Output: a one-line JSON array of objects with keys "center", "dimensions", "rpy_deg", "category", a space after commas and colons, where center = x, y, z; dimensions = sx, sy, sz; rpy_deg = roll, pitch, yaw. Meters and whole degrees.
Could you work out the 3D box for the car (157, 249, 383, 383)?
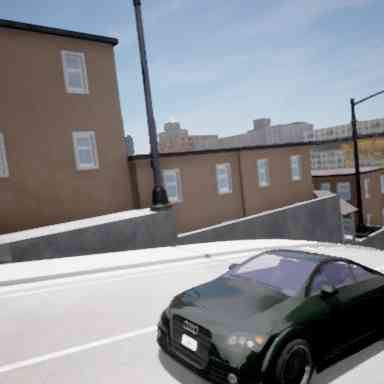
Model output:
[{"center": [1.559, 1.653, 5.205], "dimensions": [4.181, 1.385, 1.994], "rpy_deg": [1, -1, -37], "category": "car"}]
